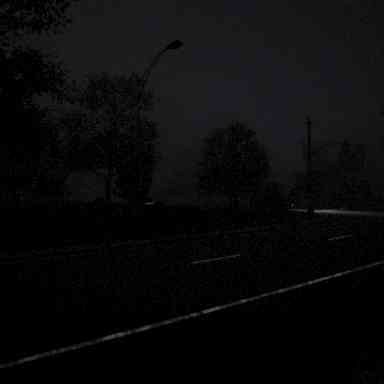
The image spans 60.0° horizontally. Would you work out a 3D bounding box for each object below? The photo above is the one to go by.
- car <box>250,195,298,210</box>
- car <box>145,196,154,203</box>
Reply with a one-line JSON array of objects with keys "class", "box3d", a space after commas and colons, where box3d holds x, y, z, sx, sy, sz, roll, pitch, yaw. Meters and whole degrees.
[{"class": "car", "box3d": [8.248, 0.981, 33.549, 1.895, 1.301, 4.718, -2, 1, -38]}, {"class": "car", "box3d": [-8.253, 1.017, 54.221, 2.033, 1.411, 5.357, -2, 1, -39]}]
